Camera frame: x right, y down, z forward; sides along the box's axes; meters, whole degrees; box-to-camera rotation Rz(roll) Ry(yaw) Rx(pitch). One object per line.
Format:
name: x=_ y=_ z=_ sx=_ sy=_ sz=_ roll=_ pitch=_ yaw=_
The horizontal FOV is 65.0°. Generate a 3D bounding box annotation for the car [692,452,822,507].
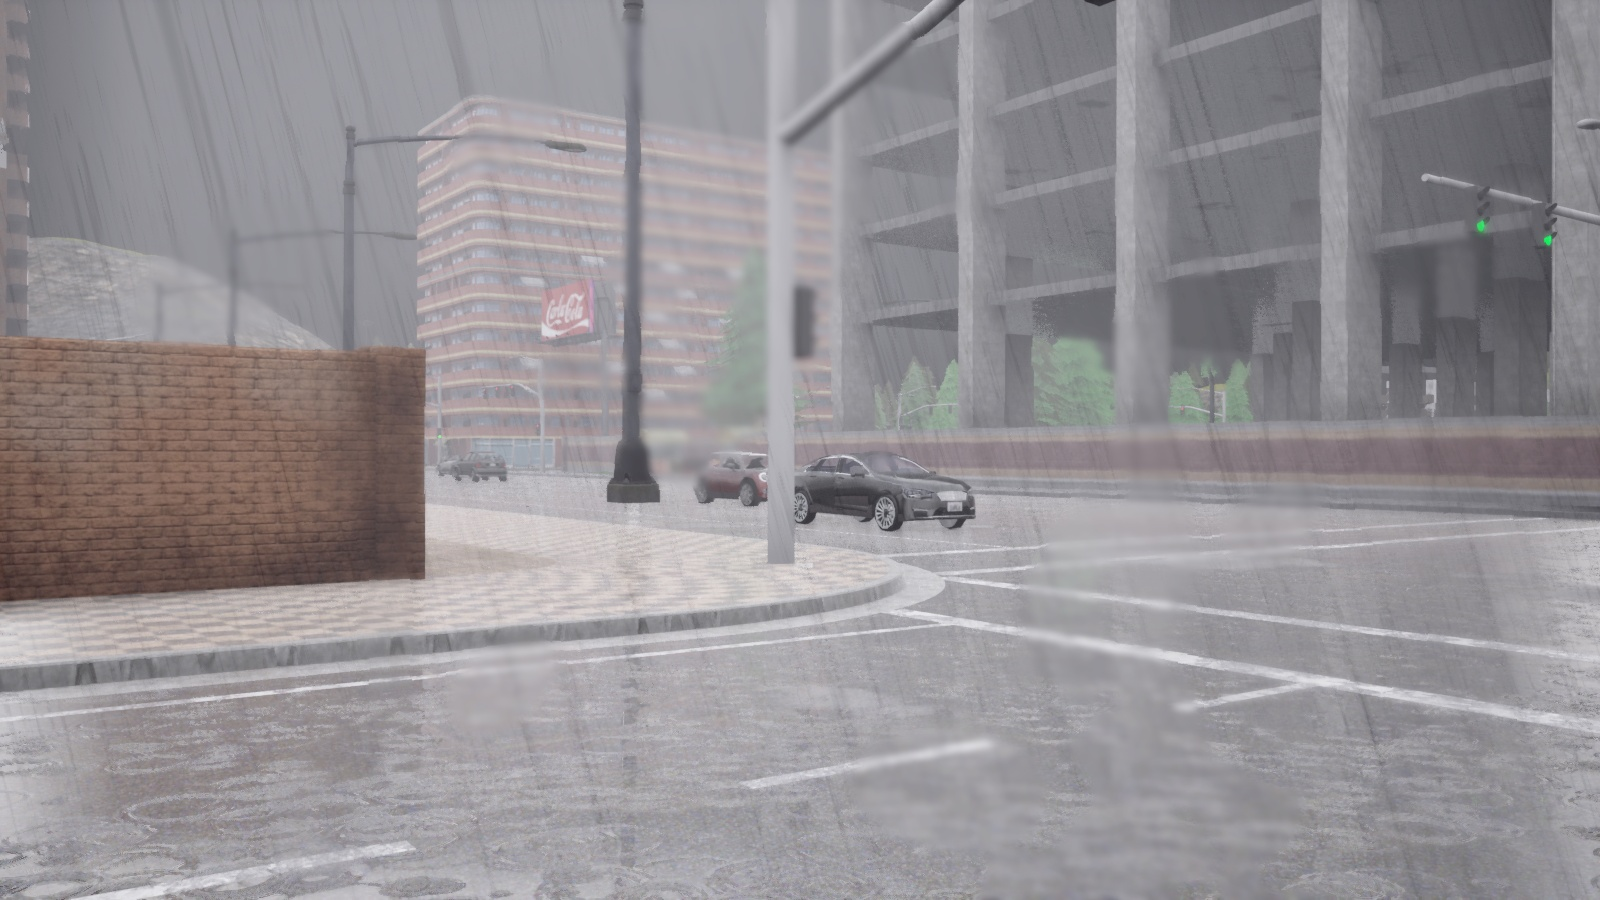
car: x=-1.277 y=0.801 z=35.886 sx=1.970 sy=1.475 sz=3.806 roll=0 pitch=0 yaw=-34

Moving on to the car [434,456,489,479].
car: x=-20.762 y=1.041 z=76.858 sx=1.994 sy=1.385 sz=4.181 roll=0 pitch=0 yaw=-34

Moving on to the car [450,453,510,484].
car: x=-16.400 y=0.915 z=64.256 sx=1.789 sy=1.549 sz=3.705 roll=0 pitch=0 yaw=-34

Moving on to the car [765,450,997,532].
car: x=1.523 y=0.760 z=25.587 sx=2.128 sy=1.511 sz=4.902 roll=0 pitch=0 yaw=-34
